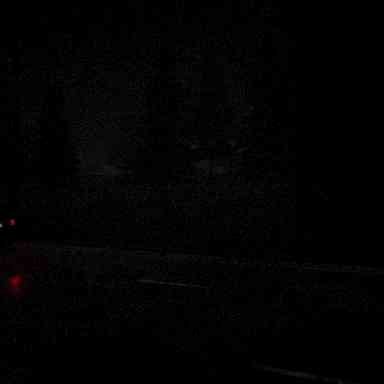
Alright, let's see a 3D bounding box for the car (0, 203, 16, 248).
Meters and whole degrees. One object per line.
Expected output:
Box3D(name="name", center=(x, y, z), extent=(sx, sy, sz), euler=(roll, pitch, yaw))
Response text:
Box3D(name="car", center=(-10.242, 1.429, 14.307), extent=(5.566, 2.045, 2.150), euler=(0, -1, 21))
